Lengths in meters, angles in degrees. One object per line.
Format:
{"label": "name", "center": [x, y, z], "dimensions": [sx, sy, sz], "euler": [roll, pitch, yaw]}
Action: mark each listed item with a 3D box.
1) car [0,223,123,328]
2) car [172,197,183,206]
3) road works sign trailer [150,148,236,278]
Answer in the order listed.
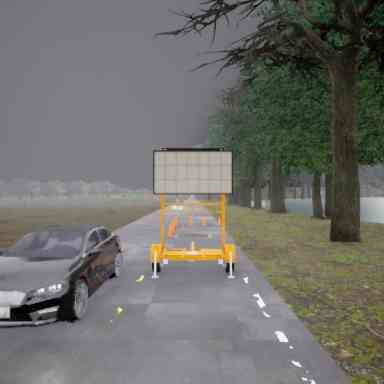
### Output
{"label": "car", "center": [-2.827, 1.497, 7.308], "dimensions": [2.128, 1.511, 4.902], "euler": [0, 0, 0]}
{"label": "car", "center": [-2.544, 1.757, 60.946], "dimensions": [2.128, 1.511, 4.902], "euler": [0, 0, 0]}
{"label": "road works sign trailer", "center": [0.033, 0.475, 10.124], "dimensions": [2.380, 3.560, 2.880], "euler": [0, 0, 0]}
